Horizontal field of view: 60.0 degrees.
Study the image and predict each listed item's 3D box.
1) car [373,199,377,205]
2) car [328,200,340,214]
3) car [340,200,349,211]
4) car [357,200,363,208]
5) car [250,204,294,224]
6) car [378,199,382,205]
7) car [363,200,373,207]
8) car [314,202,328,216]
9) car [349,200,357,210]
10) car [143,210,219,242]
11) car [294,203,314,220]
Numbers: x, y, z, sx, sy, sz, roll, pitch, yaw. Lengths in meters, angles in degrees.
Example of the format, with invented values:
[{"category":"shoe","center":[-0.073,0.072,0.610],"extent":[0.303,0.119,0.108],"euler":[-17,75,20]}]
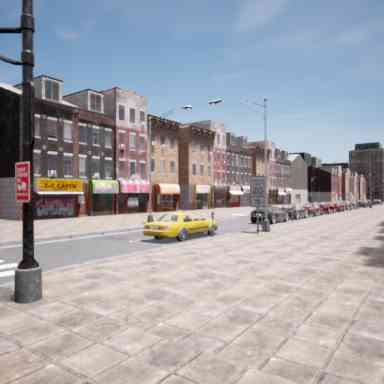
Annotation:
[{"category":"car","center":[35.387,2.212,67.184],"extent":[1.887,1.381,4.507],"euler":[-1,-2,35]},{"category":"car","center":[15.825,1.834,39.678],"extent":[1.887,1.381,4.507],"euler":[-1,-1,35]},{"category":"car","center":[19.084,1.783,44.264],"extent":[1.967,1.590,4.097],"euler":[-1,-1,35]},{"category":"car","center":[25.606,2.013,53.431],"extent":[2.008,1.369,4.403],"euler":[-1,-1,35]},{"category":"car","center":[6.044,1.714,25.925],"extent":[1.947,1.339,4.313],"euler":[-1,-1,35]},{"category":"car","center":[45.168,2.461,80.935],"extent":[2.008,1.369,4.403],"euler":[-2,-2,35]},{"category":"car","center":[32.128,2.147,62.601],"extent":[2.008,1.369,4.403],"euler":[-1,-1,35]},{"category":"car","center":[12.565,1.820,35.093],"extent":[1.802,1.307,4.206],"euler":[-1,-1,35]},{"category":"car","center":[22.346,1.952,48.847],"extent":[2.008,1.369,4.403],"euler":[-1,-1,35]},{"category":"car","center":[-0.379,1.597,16.895],"extent":[1.752,1.417,4.829],"euler":[-1,-1,35]},{"category":"car","center":[9.304,1.742,30.509],"extent":[2.008,1.369,4.403],"euler":[-1,-1,35]}]
